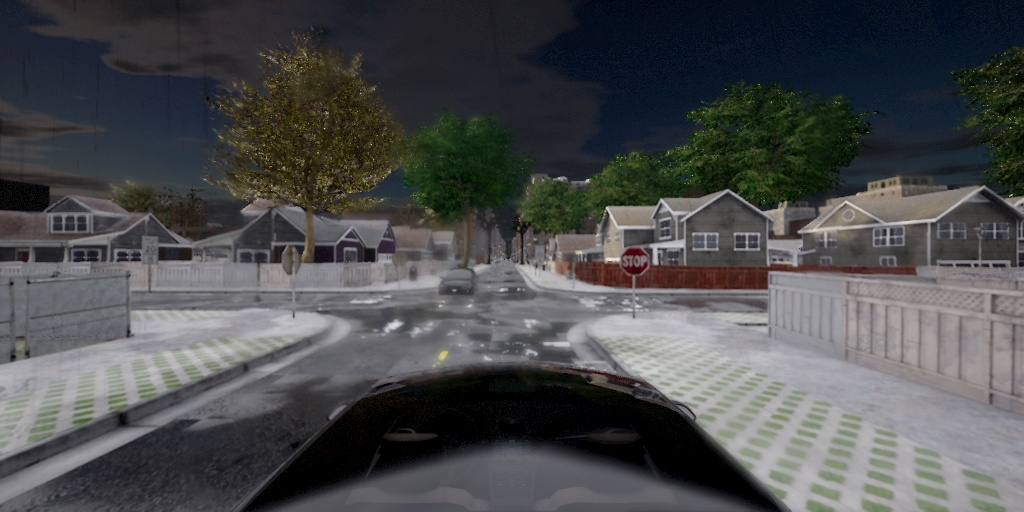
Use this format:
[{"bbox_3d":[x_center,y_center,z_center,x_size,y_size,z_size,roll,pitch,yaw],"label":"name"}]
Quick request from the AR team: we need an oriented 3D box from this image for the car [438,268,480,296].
[{"bbox_3d":[-2.876,1.435,20.188,1.837,1.490,4.892,0,1,0],"label":"car"}]

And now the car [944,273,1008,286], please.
[{"bbox_3d":[22.539,1.540,17.668,4.181,1.385,1.994,0,0,0],"label":"car"}]
